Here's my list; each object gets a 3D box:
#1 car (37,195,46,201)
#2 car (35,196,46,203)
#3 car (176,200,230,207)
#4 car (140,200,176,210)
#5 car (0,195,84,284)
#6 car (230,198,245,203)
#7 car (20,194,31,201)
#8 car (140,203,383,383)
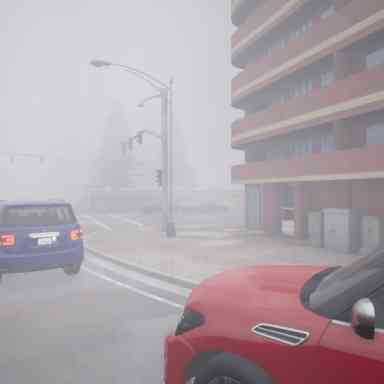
[{"bbox_3d":[-37.290,1.478,82.497,1.882,1.535,5.008,0,0,-23],"label":"car"},{"bbox_3d":[-33.261,1.540,73.024,2.033,1.411,5.357,0,0,-23],"label":"car"},{"bbox_3d":[1.105,1.656,34.237,4.718,1.301,1.895,0,0,-23],"label":"car"},{"bbox_3d":[-3.352,1.581,36.150,4.674,1.442,1.812,0,0,-23],"label":"car"},{"bbox_3d":[-4.941,1.221,9.792,2.150,2.045,5.566,0,0,-36],"label":"car"},{"bbox_3d":[5.172,1.533,39.723,5.008,1.535,1.882,0,0,-23],"label":"car"},{"bbox_3d":[-40.464,1.355,81.017,2.097,1.767,4.553,0,0,-23],"label":"car"},{"bbox_3d":[2.364,1.221,2.441,5.566,2.045,2.150,0,0,36],"label":"car"}]
